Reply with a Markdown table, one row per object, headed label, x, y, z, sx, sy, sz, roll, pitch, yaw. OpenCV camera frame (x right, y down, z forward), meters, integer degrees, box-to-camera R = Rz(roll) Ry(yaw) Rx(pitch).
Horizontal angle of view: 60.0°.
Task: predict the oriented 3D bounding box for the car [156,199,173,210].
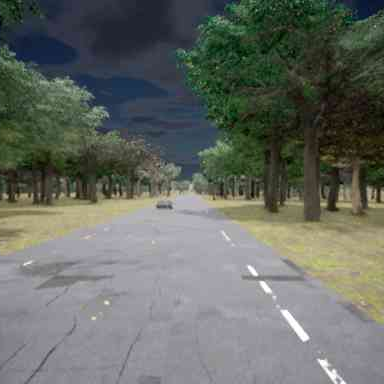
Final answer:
| label | x | y | z | sx | sy | sz | roll | pitch | yaw |
| --- | --- | --- | --- | --- | --- | --- | --- | --- | --- |
| car | -3.590 | 1.601 | 43.731 | 1.994 | 1.385 | 4.181 | 0 | 0 | 0 |
